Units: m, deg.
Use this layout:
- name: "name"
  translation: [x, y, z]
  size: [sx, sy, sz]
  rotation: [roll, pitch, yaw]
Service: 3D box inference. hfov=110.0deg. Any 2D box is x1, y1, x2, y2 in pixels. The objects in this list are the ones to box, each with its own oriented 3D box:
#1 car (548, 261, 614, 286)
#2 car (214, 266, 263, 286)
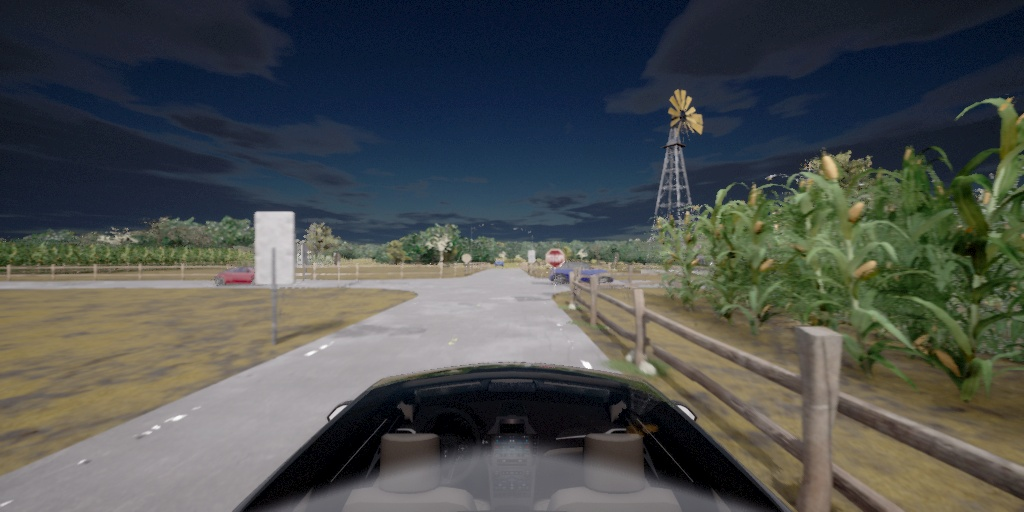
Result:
- name: "car"
  translation: [4.932, 1.173, 25.817]
  size: [4.553, 1.767, 2.097]
  rotation: [0, 0, 0]
- name: "car"
  translation: [-18.805, 1.426, 25.768]
  size: [4.181, 1.385, 1.994]
  rotation: [0, 1, 0]
